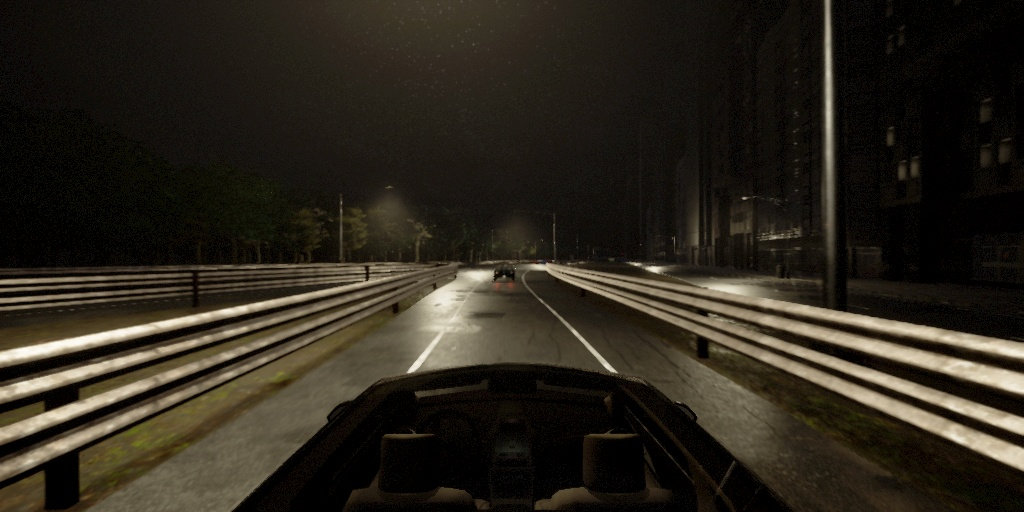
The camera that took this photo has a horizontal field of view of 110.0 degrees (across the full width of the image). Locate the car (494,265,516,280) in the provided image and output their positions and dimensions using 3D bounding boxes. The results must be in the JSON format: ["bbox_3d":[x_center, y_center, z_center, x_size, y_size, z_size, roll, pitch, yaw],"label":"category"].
[{"bbox_3d":[-0.608,1.495,33.025,1.895,1.301,4.718,0,0,2],"label":"car"}]
